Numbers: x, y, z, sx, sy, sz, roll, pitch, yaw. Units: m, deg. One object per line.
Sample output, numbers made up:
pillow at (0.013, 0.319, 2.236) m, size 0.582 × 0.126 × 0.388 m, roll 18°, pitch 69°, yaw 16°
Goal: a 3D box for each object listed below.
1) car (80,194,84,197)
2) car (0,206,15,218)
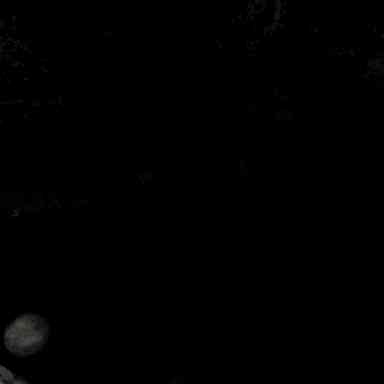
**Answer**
car at (-19.995, 0.466, 60.856) m, size 1.946 × 1.575 × 5.366 m, roll -1°, pitch 3°, yaw 32°
car at (-18.093, 1.673, 29.019) m, size 2.033 × 1.411 × 5.357 m, roll -1°, pitch 1°, yaw 13°
